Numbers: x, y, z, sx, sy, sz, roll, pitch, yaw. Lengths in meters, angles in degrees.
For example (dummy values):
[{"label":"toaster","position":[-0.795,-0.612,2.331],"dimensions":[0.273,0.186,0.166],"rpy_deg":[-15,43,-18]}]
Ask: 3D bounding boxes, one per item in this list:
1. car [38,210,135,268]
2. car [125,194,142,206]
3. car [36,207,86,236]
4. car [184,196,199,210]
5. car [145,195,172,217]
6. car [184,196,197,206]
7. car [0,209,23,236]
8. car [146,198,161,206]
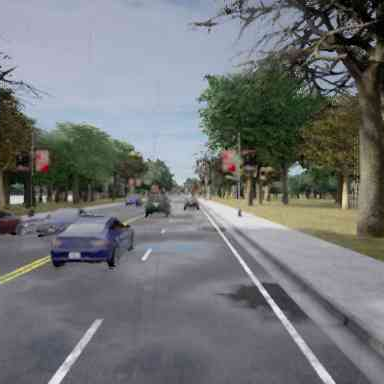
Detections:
[{"label":"car","position":[-3.157,1.542,11.236],"dimensions":[1.812,1.442,4.674],"rpy_deg":[0,0,0]},{"label":"car","position":[-10.069,1.412,57.669],"dimensions":[2.150,2.045,5.566],"rpy_deg":[0,0,0]},{"label":"car","position":[-6.633,1.557,17.983],"dimensions":[1.812,1.442,4.674],"rpy_deg":[0,0,0]},{"label":"car","position":[-0.081,1.490,46.646],"dimensions":[2.097,1.767,4.553],"rpy_deg":[0,0,0]},{"label":"car","position":[-3.244,1.301,32.509],"dimensions":[2.150,2.045,5.566],"rpy_deg":[0,0,-1]},{"label":"car","position":[-0.296,1.552,59.029],"dimensions":[2.097,1.767,4.553],"rpy_deg":[0,0,-1]},{"label":"car","position":[-9.866,1.552,15.873],"dimensions":[1.812,1.442,4.674],"rpy_deg":[0,0,0]},{"label":"car","position":[-6.832,1.747,59.038],"dimensions":[2.033,1.411,5.357],"rpy_deg":[0,0,0]}]
